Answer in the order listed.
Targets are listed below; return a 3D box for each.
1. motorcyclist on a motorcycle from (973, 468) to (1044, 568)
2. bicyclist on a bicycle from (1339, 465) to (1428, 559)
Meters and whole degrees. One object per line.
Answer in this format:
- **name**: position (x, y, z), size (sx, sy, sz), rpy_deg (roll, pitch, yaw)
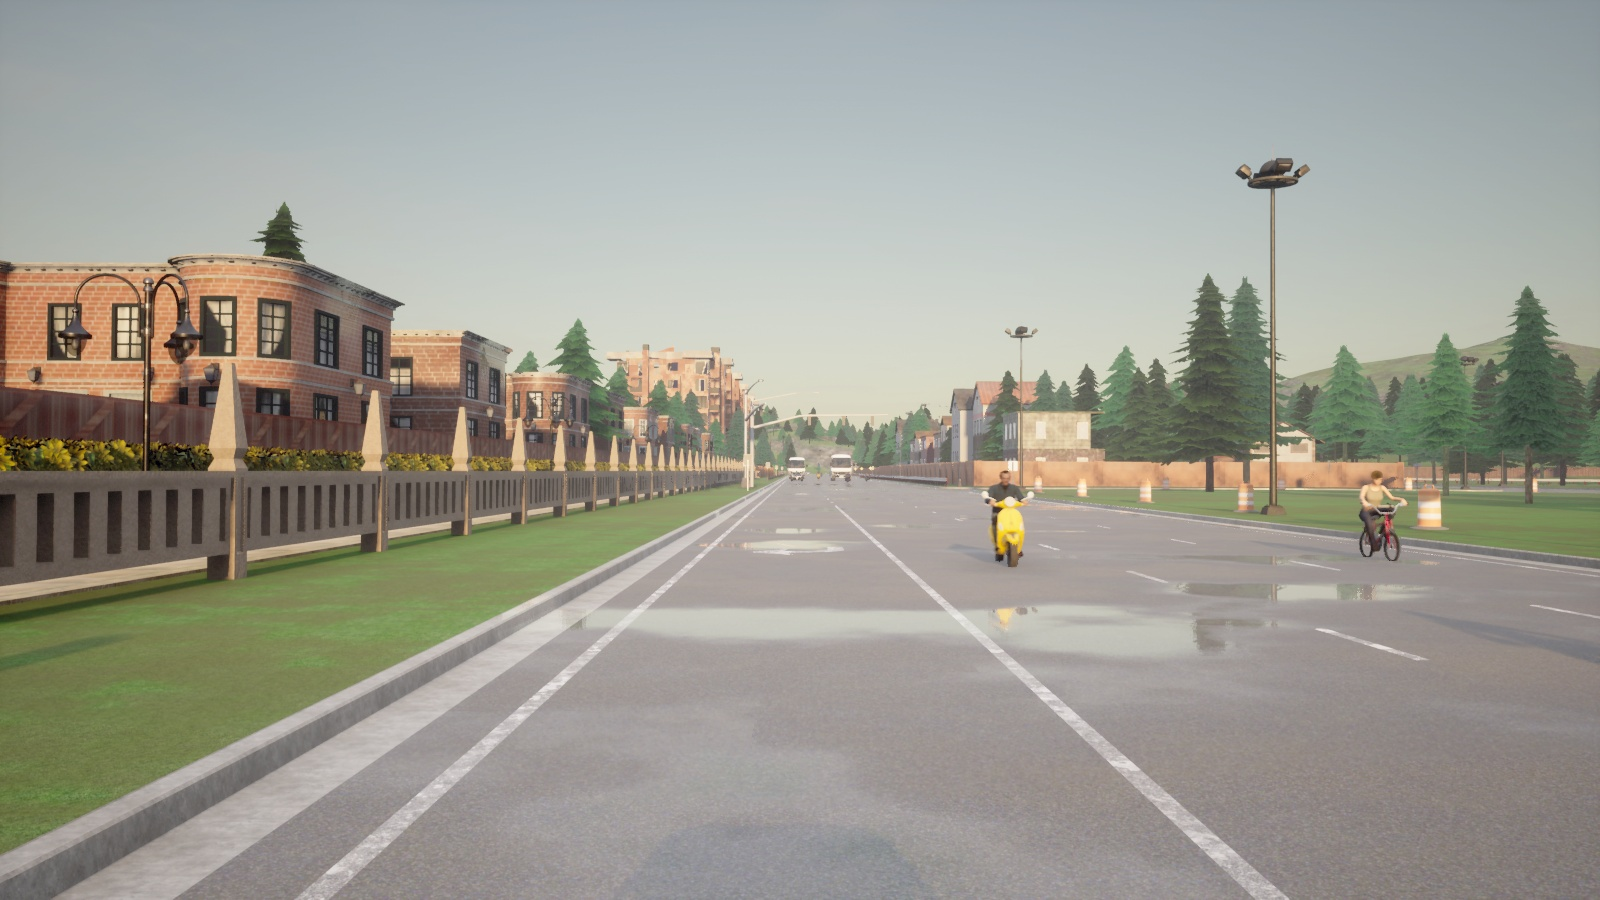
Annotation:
- **motorcyclist on a motorcycle**: position (3.452, 1.105, 20.956), size (0.866, 1.590, 1.817), rpy_deg (0, -1, 0)
- **bicyclist on a bicycle**: position (10.443, 1.087, 22.547), size (0.866, 1.612, 1.509), rpy_deg (0, -1, 0)
